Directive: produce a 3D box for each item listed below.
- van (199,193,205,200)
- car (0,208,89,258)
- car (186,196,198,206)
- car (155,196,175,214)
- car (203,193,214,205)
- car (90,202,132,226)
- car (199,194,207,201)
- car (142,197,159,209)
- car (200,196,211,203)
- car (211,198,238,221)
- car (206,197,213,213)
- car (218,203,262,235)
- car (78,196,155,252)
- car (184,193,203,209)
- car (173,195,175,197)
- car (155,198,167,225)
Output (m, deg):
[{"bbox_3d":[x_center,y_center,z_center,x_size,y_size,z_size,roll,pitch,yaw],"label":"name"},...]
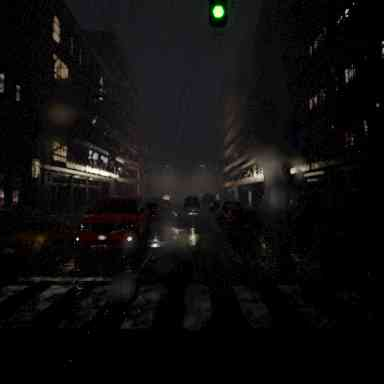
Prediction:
[{"bbox_3d":[2.695,1.203,90.209,1.690,1.788,3.998,0,0,0],"label":"van"},{"bbox_3d":[-5.684,1.504,12.725,1.752,1.417,4.829,1,0,0],"label":"car"},{"bbox_3d":[-0.003,1.415,54.671,1.837,1.490,4.892,0,0,0],"label":"car"},{"bbox_3d":[-3.091,1.468,34.337,1.812,1.442,4.674,0,0,0],"label":"car"},{"bbox_3d":[2.697,1.222,57.069,2.192,1.841,5.009,1,0,0],"label":"car"},{"bbox_3d":[-5.685,1.504,23.942,1.887,1.381,4.507,1,0,0],"label":"car"},{"bbox_3d":[2.695,1.308,84.686,1.967,1.590,4.097,1,0,0],"label":"car"},{"bbox_3d":[-5.686,1.449,45.866,1.752,1.417,4.829,1,0,0],"label":"car"},{"bbox_3d":[2.695,1.457,68.115,1.947,1.339,4.313,1,0,0],"label":"car"},{"bbox_3d":[2.697,1.399,23.928,1.967,1.590,4.097,1,0,0],"label":"car"},{"bbox_3d":[2.695,1.523,34.975,1.802,1.307,4.206,1,0,0],"label":"car"},{"bbox_3d":[2.697,1.513,18.404,1.887,1.381,4.507,1,0,0],"label":"car"},{"bbox_3d":[-3.085,1.197,14.117,2.150,2.045,5.566,0,0,0],"label":"car"},{"bbox_3d":[-0.002,1.278,44.635,2.097,1.767,4.553,0,0,0],"label":"car"},{"bbox_3d":[-5.687,1.427,79.176,2.008,1.369,4.403,1,0,0],"label":"car"},{"bbox_3d":[-3.096,1.464,24.065,1.837,1.490,4.892,0,0,0],"label":"car"}]
